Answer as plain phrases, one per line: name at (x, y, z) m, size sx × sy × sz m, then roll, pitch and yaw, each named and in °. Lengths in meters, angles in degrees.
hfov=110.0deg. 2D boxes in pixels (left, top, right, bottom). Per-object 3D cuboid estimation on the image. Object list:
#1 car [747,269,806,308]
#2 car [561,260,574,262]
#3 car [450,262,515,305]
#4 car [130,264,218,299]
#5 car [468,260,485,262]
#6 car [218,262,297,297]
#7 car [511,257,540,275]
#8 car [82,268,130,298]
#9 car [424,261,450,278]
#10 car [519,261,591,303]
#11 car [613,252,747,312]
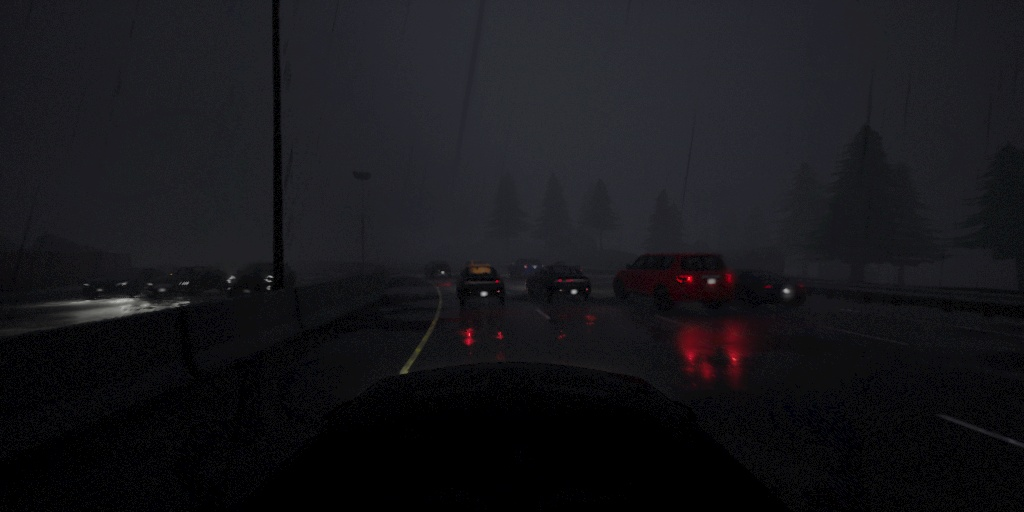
car at (9.340, 1.194, 14.509) m, size 1.994 × 1.385 × 4.181 m, roll 0°, pitch 0°, yaw -8°
car at (4.683, 1.113, 32.464) m, size 1.812 × 1.442 × 4.674 m, roll 0°, pitch 0°, yaw -20°
car at (-1.481, 1.192, 15.737) m, size 2.128 × 1.511 × 4.902 m, roll 0°, pitch 0°, yaw -10°
car at (-16.701, 1.286, 18.749) m, size 2.128 × 1.511 × 4.902 m, roll 0°, pitch 0°, yaw -17°
car at (-3.497, 1.115, 34.039) m, size 1.882 × 1.535 × 5.008 m, roll 0°, pitch 0°, yaw -23°
car at (-13.222, 1.121, 19.210) m, size 2.097 × 1.767 × 4.553 m, roll -1°, pitch 0°, yaw -17°
car at (1.170, 0.967, 31.760) m, size 2.097 × 1.767 × 4.553 m, roll -1°, pitch 0°, yaw -20°
car at (-20.542, 1.345, 19.471) m, size 1.812 × 1.442 × 4.674 m, roll 0°, pitch 0°, yaw -18°
car at (-6.920, 1.170, 33.178) m, size 1.837 × 1.490 × 4.892 m, roll 0°, pitch 0°, yaw -23°
car at (1.964, 1.166, 16.253) m, size 2.128 × 1.511 × 4.902 m, roll 0°, pitch 0°, yaw -11°
car at (5.950, 0.879, 13.999) m, size 2.150 × 2.045 × 5.566 m, roll 0°, pitch 0°, yaw -8°
